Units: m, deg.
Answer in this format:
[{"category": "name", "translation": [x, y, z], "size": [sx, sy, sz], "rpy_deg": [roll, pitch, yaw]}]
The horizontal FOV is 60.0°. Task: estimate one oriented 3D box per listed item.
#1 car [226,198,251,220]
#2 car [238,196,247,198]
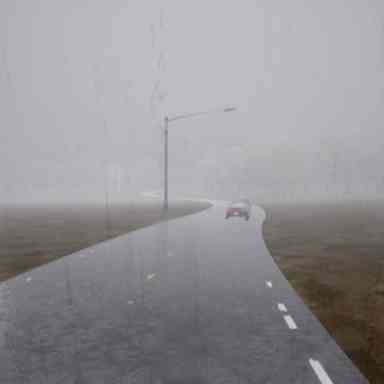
[{"category": "car", "translation": [3.947, 1.510, 27.902], "size": [1.812, 1.442, 4.674], "rpy_deg": [0, 0, 14]}, {"category": "car", "translation": [8.686, 1.549, 57.689], "size": [1.837, 1.490, 4.892], "rpy_deg": [0, -2, 4]}]
